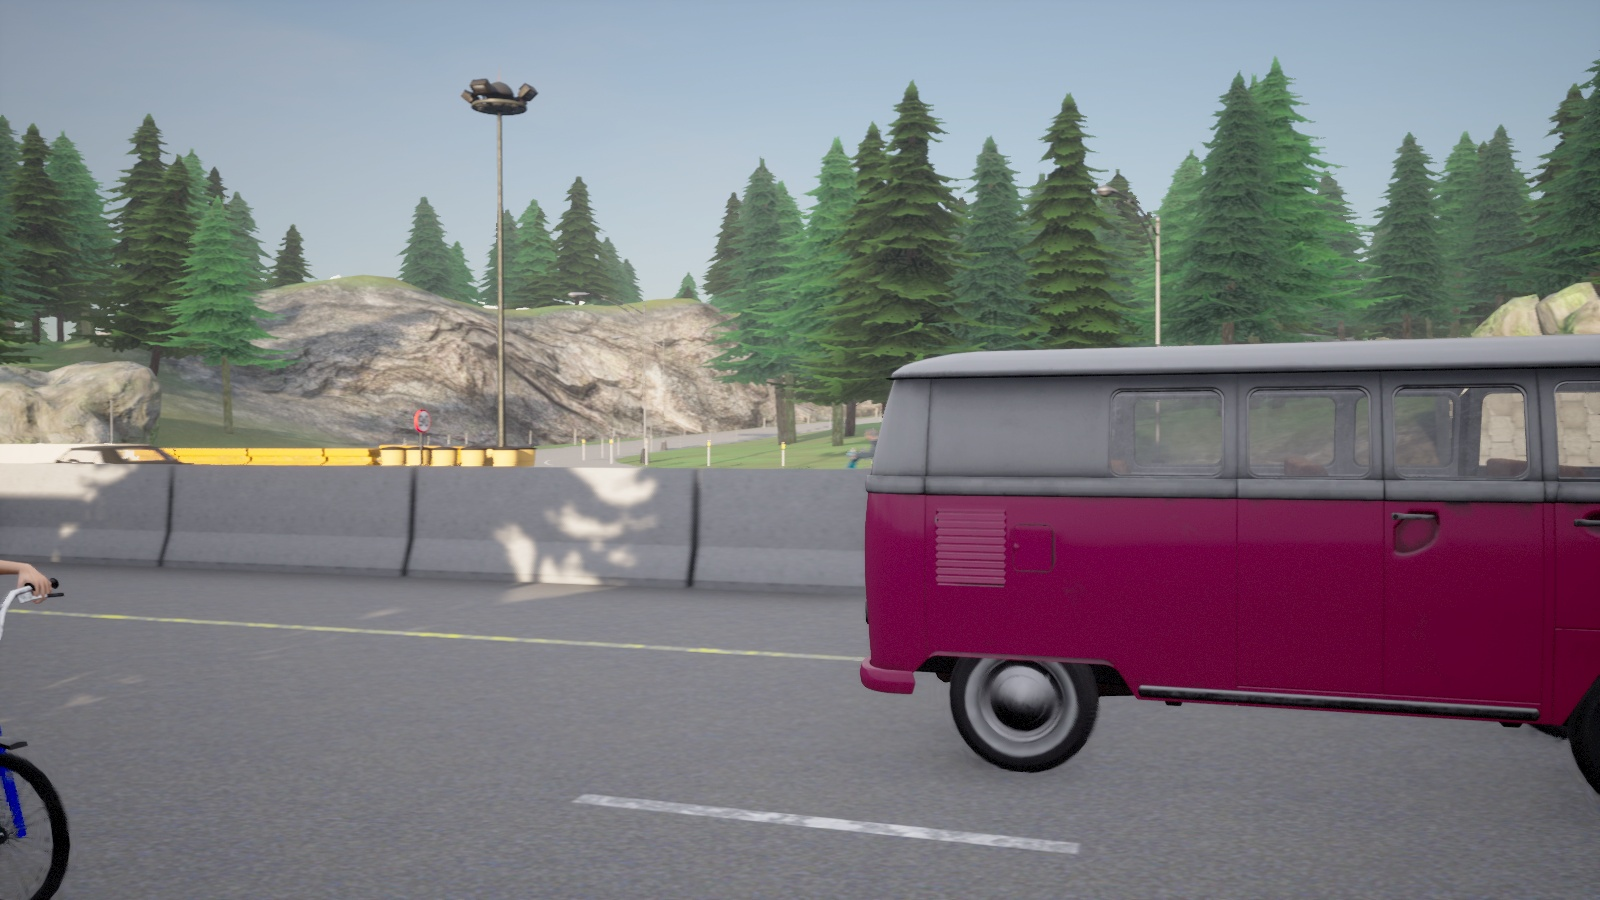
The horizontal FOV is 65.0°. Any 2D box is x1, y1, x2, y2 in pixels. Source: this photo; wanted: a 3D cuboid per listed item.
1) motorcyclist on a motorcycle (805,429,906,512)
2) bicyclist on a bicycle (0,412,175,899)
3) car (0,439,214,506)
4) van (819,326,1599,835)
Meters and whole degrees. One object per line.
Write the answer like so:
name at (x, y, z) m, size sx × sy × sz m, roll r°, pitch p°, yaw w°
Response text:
motorcyclist on a motorcycle at (1.106, 0.384, 24.975) m, size 1.817 × 1.590 × 0.866 m, roll 0°, pitch 1°, yaw 19°
bicyclist on a bicycle at (-3.041, 0.684, 4.220) m, size 1.509 × 1.612 × 0.866 m, roll 1°, pitch 1°, yaw 19°
car at (-15.093, 0.442, 26.735) m, size 4.718 × 1.301 × 1.895 m, roll 1°, pitch 1°, yaw 19°
van at (2.482, 0.492, 6.047) m, size 4.442 × 1.987 × 1.775 m, roll 1°, pitch 1°, yaw 19°
